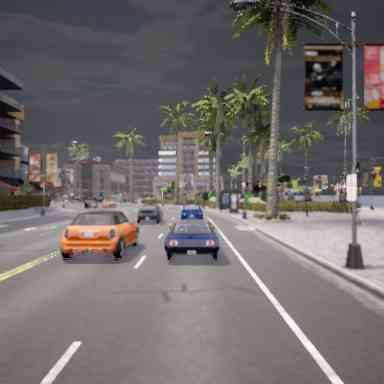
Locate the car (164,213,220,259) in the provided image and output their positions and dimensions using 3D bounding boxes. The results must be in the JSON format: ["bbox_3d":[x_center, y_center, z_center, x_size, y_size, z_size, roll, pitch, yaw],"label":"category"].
[{"bbox_3d":[0.017,1.747,13.237,1.895,1.301,4.718,0,-1,1],"label":"car"}]

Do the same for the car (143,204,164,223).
[{"bbox_3d":[-3.525,1.818,28.499,1.837,1.490,4.892,0,0,-1],"label":"car"}]

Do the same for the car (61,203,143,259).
[{"bbox_3d":[-3.478,1.498,13.407,2.097,1.767,4.553,0,-1,1],"label":"car"}]

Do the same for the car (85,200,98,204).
[{"bbox_3d":[-17.400,2.116,57.409,2.128,1.511,4.902,0,-1,-25],"label":"car"}]

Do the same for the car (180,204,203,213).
[{"bbox_3d":[-0.050,1.797,29.232,1.882,1.535,5.008,0,0,-1],"label":"car"}]

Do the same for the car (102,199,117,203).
[{"bbox_3d":[-14.976,2.009,60.375,2.097,1.767,4.553,0,-1,-26],"label":"car"}]
